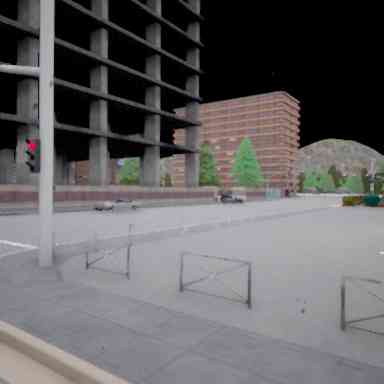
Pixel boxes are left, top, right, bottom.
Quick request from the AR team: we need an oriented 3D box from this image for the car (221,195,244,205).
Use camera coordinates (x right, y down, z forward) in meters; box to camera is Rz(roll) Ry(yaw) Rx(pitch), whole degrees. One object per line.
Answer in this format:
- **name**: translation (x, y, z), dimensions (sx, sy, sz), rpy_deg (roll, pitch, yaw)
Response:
- **car**: translation (6.276, 1.157, 50.814), dimensions (1.812, 1.442, 4.674), rpy_deg (1, 0, 36)

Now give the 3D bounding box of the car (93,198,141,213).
- **car**: translation (-7.159, 1.232, 31.971), dimensions (1.895, 1.301, 4.718), rpy_deg (1, 1, 35)
